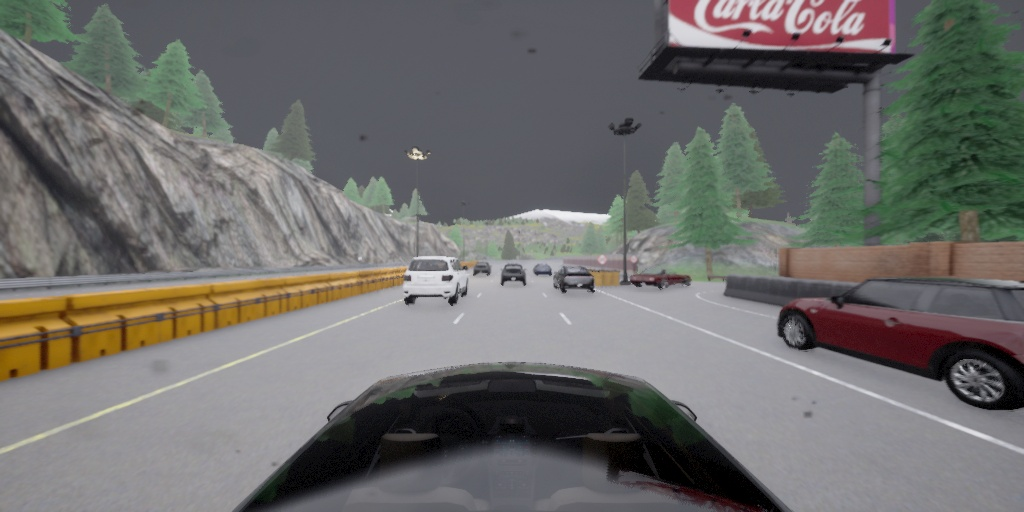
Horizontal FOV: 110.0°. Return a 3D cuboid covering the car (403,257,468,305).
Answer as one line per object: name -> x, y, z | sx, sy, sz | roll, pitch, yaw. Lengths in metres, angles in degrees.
car -> -3.392, 1.057, 16.820 | 2.150, 2.045, 5.566 | 0, 0, 0

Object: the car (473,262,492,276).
car -> -3.397, 1.480, 41.664 | 1.837, 1.490, 4.892 | 0, 0, 0

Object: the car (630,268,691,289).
car -> 10.067, 1.478, 24.080 | 4.718, 1.301, 1.895 | 0, -1, -39

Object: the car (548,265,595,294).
car -> 3.607, 1.354, 21.453 | 2.128, 1.511, 4.902 | 0, 0, 0

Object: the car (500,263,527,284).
car -> 0.105, 1.405, 28.281 | 1.837, 1.490, 4.892 | 0, 0, 0

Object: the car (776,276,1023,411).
car -> 7.104, 1.130, 6.325 | 2.097, 1.767, 4.553 | 0, 0, 0

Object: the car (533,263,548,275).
car -> 3.600, 1.545, 42.702 | 1.994, 1.385, 4.181 | 0, 0, 0
